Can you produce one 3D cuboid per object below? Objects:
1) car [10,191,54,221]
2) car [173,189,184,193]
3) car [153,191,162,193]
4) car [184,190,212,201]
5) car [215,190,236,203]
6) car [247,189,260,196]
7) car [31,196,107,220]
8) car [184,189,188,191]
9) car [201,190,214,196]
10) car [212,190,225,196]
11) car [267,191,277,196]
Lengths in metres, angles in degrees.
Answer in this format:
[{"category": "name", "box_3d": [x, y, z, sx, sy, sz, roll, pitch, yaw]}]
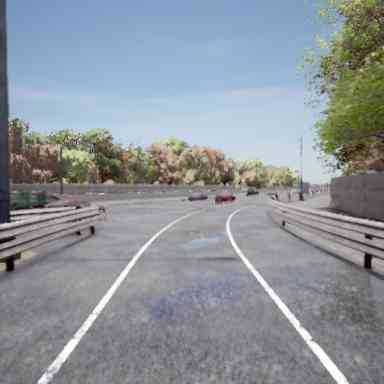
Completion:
[{"category": "car", "box_3d": [-11.092, 0.942, 23.840, 2.150, 2.045, 5.566, 0, 1, 26]}, {"category": "car", "box_3d": [-2.547, 0.281, 81.232, 2.150, 2.045, 5.566, 0, 1, 26]}, {"category": "car", "box_3d": [-8.952, 0.588, 84.069, 2.128, 1.511, 4.902, 0, 1, 26]}, {"category": "car", "box_3d": [1.111, 0.842, 56.907, 2.033, 1.411, 5.357, 0, 1, 26]}, {"category": "car", "box_3d": [5.012, 0.835, 48.954, 1.882, 1.535, 5.008, 0, 1, 26]}, {"category": "car", "box_3d": [16.111, 0.105, 87.474, 2.150, 2.045, 5.566, 0, 1, 26]}, {"category": "car", "box_3d": [-7.878, 1.208, 22.434, 1.882, 1.535, 5.008, 0, 0, 26]}, {"category": "car", "box_3d": [0.623, 0.408, 79.746, 2.097, 1.767, 4.553, 0, 1, 26]}, {"category": "car", "box_3d": [4.443, 0.337, 95.478, 1.882, 1.535, 5.008, 0, 1, 26]}, {"category": "car", "box_3d": [7.598, 0.213, 93.961, 2.097, 1.767, 4.553, 0, 1, 26]}, {"category": "car", "box_3d": [21.928, 0.399, 91.385, 1.895, 1.301, 4.718, 0, 1, 26]}]
